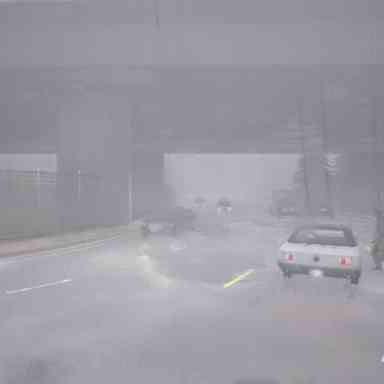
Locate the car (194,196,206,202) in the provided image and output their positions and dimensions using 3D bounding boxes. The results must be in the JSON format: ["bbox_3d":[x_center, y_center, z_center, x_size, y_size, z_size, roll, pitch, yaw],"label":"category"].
[{"bbox_3d":[1.571,1.514,64.913,1.837,1.490,4.892,0,0,1],"label":"car"}]

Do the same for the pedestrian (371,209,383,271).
[{"bbox_3d":[5.297,1.294,9.279,0.375,1.860,0.375,0,0,24],"label":"pedestrian"}]

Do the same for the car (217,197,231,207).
[{"bbox_3d":[4.862,1.525,50.684,1.812,1.442,4.674,0,0,1],"label":"car"}]

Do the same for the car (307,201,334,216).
[{"bbox_3d":[11.712,1.563,31.317,1.994,1.385,4.181,0,0,2],"label":"car"}]

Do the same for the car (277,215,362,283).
[{"bbox_3d":[3.880,1.601,9.782,1.895,1.301,4.718,0,0,26],"label":"car"}]

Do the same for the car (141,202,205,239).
[{"bbox_3d":[-1.027,1.491,17.560,2.128,1.511,4.902,0,0,17],"label":"car"}]

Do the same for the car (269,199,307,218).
[{"bbox_3d":[8.292,1.547,29.921,2.033,1.411,5.357,0,0,2],"label":"car"}]

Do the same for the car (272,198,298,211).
[{"bbox_3d":[11.976,1.547,43.105,2.033,1.411,5.357,0,0,2],"label":"car"}]
